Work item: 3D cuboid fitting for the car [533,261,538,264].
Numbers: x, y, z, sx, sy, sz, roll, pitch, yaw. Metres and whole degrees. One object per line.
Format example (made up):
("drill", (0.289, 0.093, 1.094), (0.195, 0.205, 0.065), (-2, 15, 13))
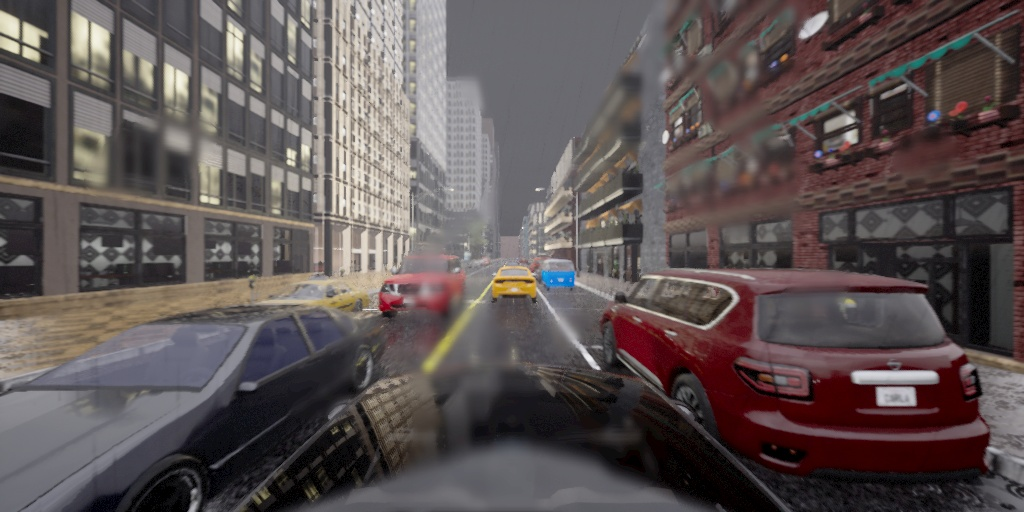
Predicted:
("car", (2.690, 1.310, 27.100), (2.007, 1.370, 4.403), (0, 0, 0))

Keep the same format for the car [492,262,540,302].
("car", (0.099, 1.232, 17.166), (1.882, 1.535, 5.008), (0, 0, 0))

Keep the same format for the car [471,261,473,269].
("car", (-5.692, 1.317, 38.201), (2.007, 1.370, 4.403), (0, 0, 0))

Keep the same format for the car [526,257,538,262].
("car", (2.689, 1.077, 32.651), (2.192, 1.841, 5.009), (0, 0, 0))

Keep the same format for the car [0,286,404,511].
("car", (-3.075, 1.298, 3.945), (2.033, 1.411, 5.357), (0, 0, 1))

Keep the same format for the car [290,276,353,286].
("car", (-5.690, 1.278, 10.277), (1.751, 1.417, 4.829), (0, 0, 0))

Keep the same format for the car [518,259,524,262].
("car", (0.098, 1.332, 41.635), (1.994, 1.385, 4.181), (0, 0, 0))

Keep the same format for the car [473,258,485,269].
("car", (-5.693, 1.329, 54.853), (2.007, 1.370, 4.403), (0, 0, 0))

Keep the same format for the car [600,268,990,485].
("car", (2.691, 1.066, 4.898), (2.192, 1.841, 5.009), (0, 0, 0))

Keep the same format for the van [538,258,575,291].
("van", (2.690, 1.097, 21.550), (1.690, 1.789, 3.998), (0, 0, 0))

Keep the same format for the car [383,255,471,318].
("car", (-3.000, 0.975, 13.267), (2.150, 2.045, 5.566), (0, 0, 0))
